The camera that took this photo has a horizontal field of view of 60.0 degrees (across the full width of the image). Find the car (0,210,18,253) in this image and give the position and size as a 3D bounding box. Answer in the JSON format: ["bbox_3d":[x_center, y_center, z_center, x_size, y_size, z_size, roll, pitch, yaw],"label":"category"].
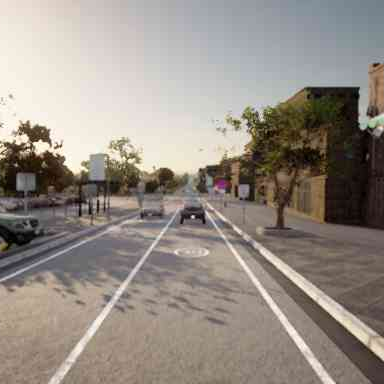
[{"bbox_3d":[-8.810,1.505,10.550,5.366,1.575,1.946,0,0,0],"label":"car"}]

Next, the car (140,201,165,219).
[{"bbox_3d":[-3.387,1.543,29.261,1.812,1.442,4.674,0,0,0],"label":"car"}]

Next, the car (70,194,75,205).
[{"bbox_3d":[-22.223,1.544,54.080,4.792,1.488,2.163,0,0,0],"label":"car"}]

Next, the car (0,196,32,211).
[{"bbox_3d":[-22.187,1.382,40.203,4.553,1.767,2.185,0,0,0],"label":"car"}]

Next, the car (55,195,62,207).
[{"bbox_3d":[-22.207,1.540,48.528,4.792,1.488,2.163,0,0,0],"label":"car"}]

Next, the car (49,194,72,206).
[{"bbox_3d":[-22.000,1.509,51.303,5.366,1.575,1.946,0,0,0],"label":"car"}]

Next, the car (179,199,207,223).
[{"bbox_3d":[0.065,1.523,25.789,1.837,1.490,4.892,0,-1,0],"label":"car"}]

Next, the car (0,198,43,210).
[{"bbox_3d":[-22.169,1.509,42.979,5.008,1.535,2.097,0,0,0],"label":"car"}]

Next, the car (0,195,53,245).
[{"bbox_3d":[-8.975,1.257,13.353,5.566,2.045,2.435,0,0,0],"label":"car"}]

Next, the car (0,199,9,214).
[{"bbox_3d":[-22.136,1.507,34.652,5.008,1.535,2.097,0,0,0],"label":"car"}]

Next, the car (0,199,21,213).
[{"bbox_3d":[-22.146,1.548,37.428,4.674,1.452,2.002,0,0,0],"label":"car"}]

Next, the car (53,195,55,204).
[{"bbox_3d":[-22.165,1.511,45.754,4.892,1.521,2.231,0,0,0],"label":"car"}]
